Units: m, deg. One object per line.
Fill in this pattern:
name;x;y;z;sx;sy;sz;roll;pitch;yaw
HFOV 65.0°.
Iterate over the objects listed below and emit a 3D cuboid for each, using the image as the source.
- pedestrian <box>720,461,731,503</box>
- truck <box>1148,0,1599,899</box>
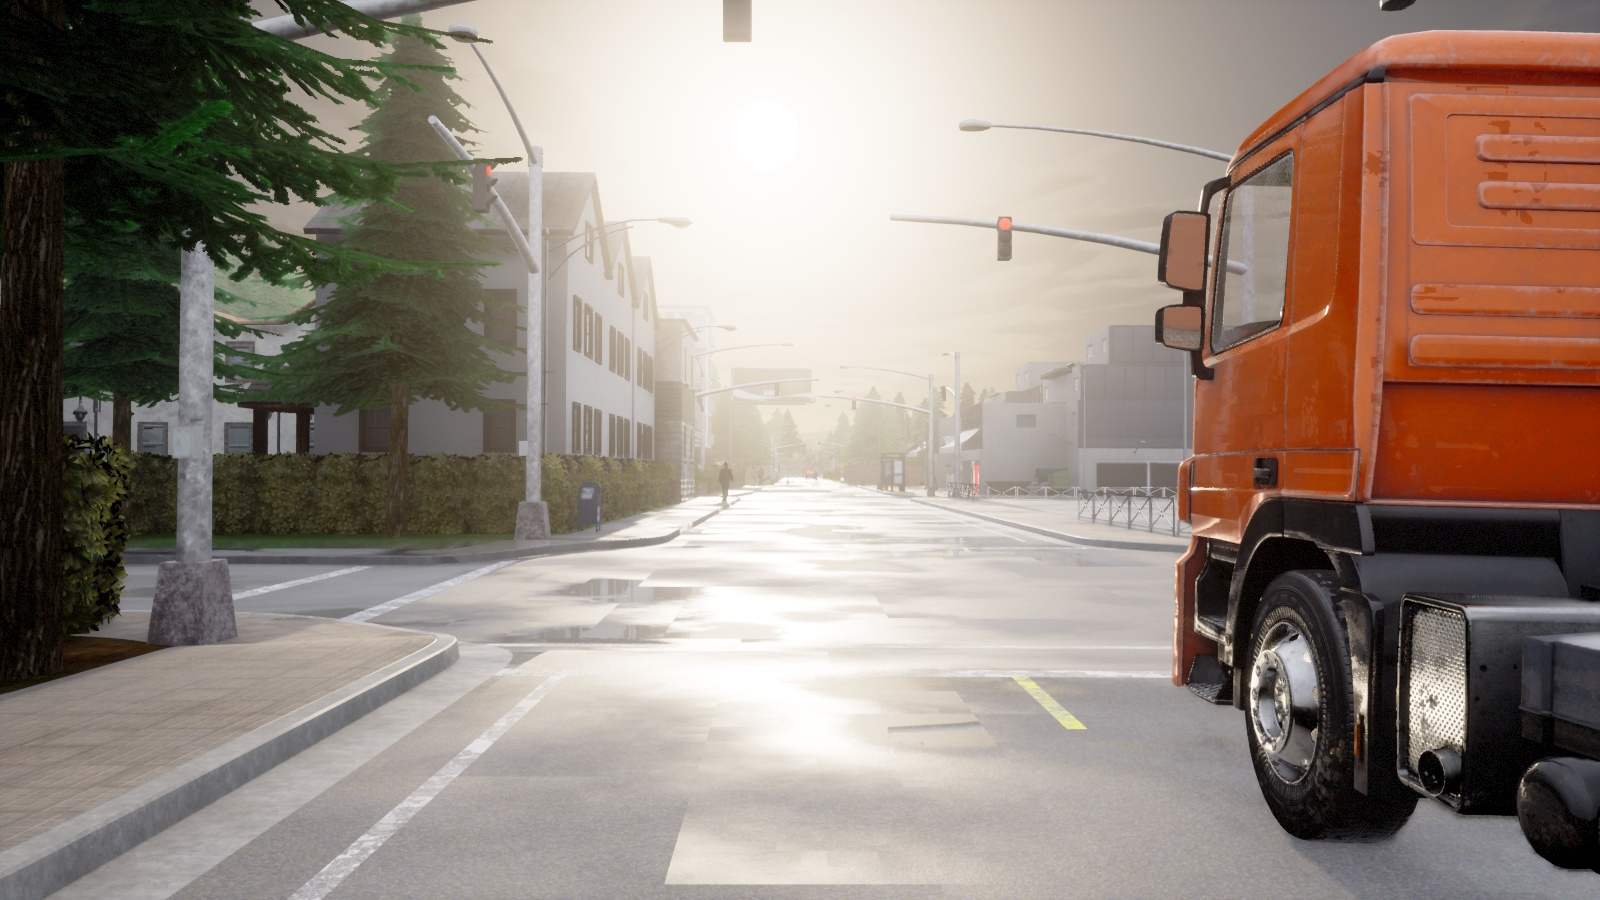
pedestrian;-3.308;1.422;55.926;0.431;1.840;0.703;0;-1;0
truck;3.468;-0.063;3.129;2.891;3.462;7.936;1;0;0
